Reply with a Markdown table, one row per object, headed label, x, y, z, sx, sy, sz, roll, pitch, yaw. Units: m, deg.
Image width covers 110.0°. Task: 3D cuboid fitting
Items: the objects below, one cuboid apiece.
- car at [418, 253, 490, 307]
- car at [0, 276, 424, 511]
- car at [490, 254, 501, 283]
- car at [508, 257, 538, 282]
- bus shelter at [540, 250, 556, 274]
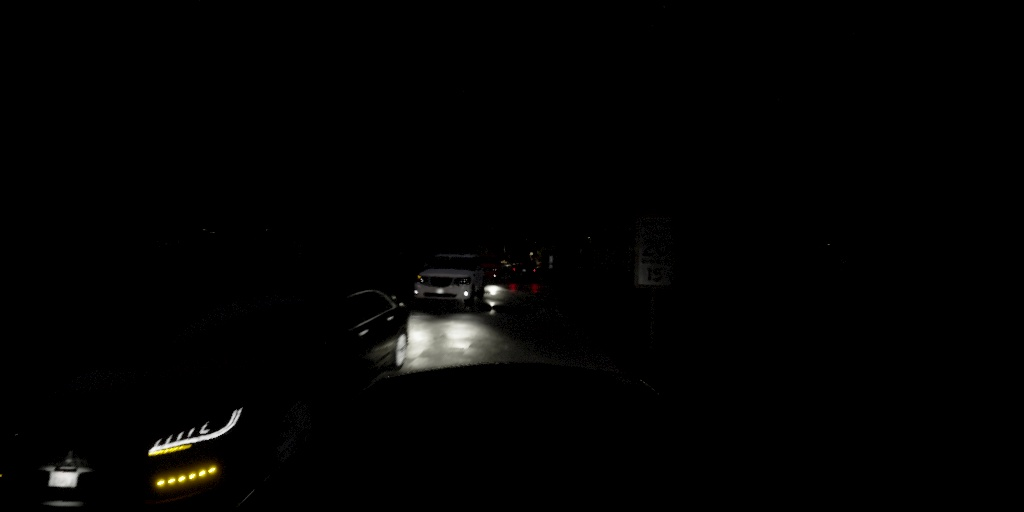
| label | x | y | z | sx | sy | sz | roll | pitch | yaw |
| --- | --- | --- | --- | --- | --- | --- | --- | --- | --- |
| car | -2.441 | 0.892 | 15.447 | 2.150 | 2.045 | 5.566 | 2 | 0 | 2 |
| car | -2.791 | 1.172 | 4.709 | 1.837 | 1.490 | 4.892 | 2 | 0 | 1 |
| car | -2.008 | 0.892 | 27.237 | 2.150 | 2.045 | 5.566 | 2 | 0 | 2 |
| car | 1.006 | 1.110 | 29.455 | 2.097 | 1.767 | 4.553 | 2 | 0 | 2 |
| bus shelter | 4.527 | 0.719 | 44.026 | 1.920 | 2.740 | 3.880 | 0 | 0 | 2 |
